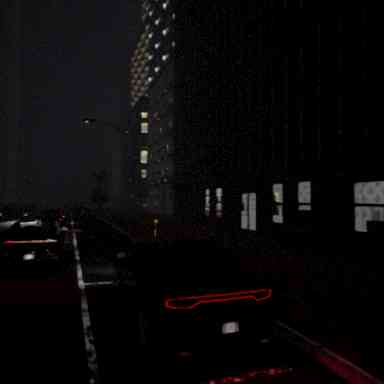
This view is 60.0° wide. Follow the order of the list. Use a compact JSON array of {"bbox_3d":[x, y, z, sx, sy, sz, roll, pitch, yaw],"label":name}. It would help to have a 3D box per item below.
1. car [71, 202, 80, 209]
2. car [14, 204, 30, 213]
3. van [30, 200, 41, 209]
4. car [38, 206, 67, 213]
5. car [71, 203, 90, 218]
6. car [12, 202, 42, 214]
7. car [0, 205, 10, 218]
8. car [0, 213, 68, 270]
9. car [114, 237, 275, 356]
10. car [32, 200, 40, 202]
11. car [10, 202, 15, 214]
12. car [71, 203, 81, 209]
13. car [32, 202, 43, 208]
[{"bbox_3d":[-27.097,3.080,77.318,1.752,1.417,4.829,1,-1,-20],"label":"car"},{"bbox_3d":[-26.977,2.587,52.915,1.802,1.307,4.206,1,-1,-20],"label":"car"},{"bbox_3d":[-34.897,2.761,74.263,1.690,1.788,3.998,1,-1,-20],"label":"van"},{"bbox_3d":[-11.483,2.085,27.775,1.812,1.442,4.674,1,-1,-20],"label":"car"},{"bbox_3d":[-13.173,2.388,39.811,1.947,1.339,4.313,1,-1,-20],"label":"car"},{"bbox_3d":[-18.440,2.217,37.512,2.128,1.511,4.902,1,-1,-20],"label":"car"},{"bbox_3d":[-19.053,2.134,31.574,2.008,1.369,4.403,1,-2,-20],"label":"car"},{"bbox_3d":[-5.632,1.735,12.054,2.128,1.511,4.902,1,-1,-20],"label":"car"},{"bbox_3d":[-0.365,1.637,6.601,1.882,1.535,5.008,1,-1,-20],"label":"car"},{"bbox_3d":[-32.917,2.756,68.924,1.967,1.590,4.097,1,-1,-20],"label":"car"},{"bbox_3d":[-23.014,2.340,42.245,1.887,1.381,4.507,1,-2,-20],"label":"car"},{"bbox_3d":[-25.058,3.031,71.822,1.802,1.307,4.206,1,-1,-20],"label":"car"},{"bbox_3d":[-36.881,3.089,79.593,1.947,1.339,4.313,1,-1,-20],"label":"car"}]
